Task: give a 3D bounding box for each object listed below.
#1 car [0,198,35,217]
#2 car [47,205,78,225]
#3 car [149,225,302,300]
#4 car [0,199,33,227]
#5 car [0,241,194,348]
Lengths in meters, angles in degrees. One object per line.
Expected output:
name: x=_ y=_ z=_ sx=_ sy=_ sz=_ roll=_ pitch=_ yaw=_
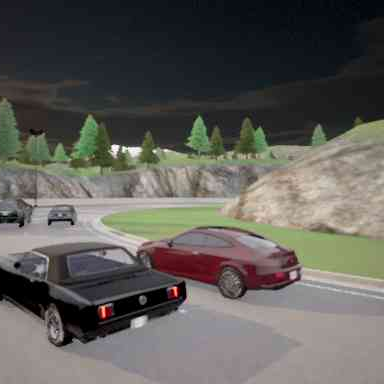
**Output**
car: x=-18.043 y=1.497 z=34.008 sx=2.097 sy=1.767 sz=4.553 roll=0 pitch=0 yaw=-4
car: x=-9.869 y=1.679 z=25.552 sx=2.033 sy=1.411 sz=5.357 roll=0 pitch=0 yaw=-16
car: x=0.458 y=1.594 z=8.615 sx=4.674 sy=1.442 sz=1.812 roll=0 pitch=0 yaw=42
car: x=-12.730 y=1.453 z=23.572 sx=2.097 sy=1.767 sz=4.553 roll=1 pitch=0 yaw=-19
car: x=-2.372 y=1.637 z=6.454 sx=4.718 sy=1.301 sz=1.895 roll=0 pitch=-1 yaw=44
